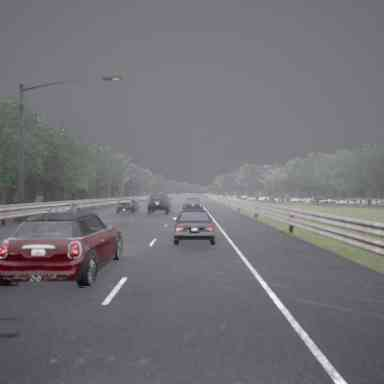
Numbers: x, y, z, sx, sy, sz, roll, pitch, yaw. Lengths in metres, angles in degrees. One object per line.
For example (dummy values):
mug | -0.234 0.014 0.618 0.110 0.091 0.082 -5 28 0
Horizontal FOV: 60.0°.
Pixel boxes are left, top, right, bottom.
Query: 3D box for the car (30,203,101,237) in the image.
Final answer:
car | -6.905 1.470 18.859 2.128 1.511 4.902 0 0 0

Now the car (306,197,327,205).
car | 25.475 1.799 68.199 1.837 1.490 4.892 0 0 -22

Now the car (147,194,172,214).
car | -3.403 1.250 35.432 2.150 2.045 5.566 0 0 0

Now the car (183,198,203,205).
car | 0.100 1.381 35.830 2.097 1.767 4.553 0 0 0

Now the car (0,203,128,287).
car | -3.402 1.354 9.481 2.097 1.767 4.553 0 0 0

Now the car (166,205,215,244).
car | 0.102 1.553 15.901 2.033 1.411 5.357 0 0 0

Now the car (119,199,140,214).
car | -6.895 1.529 36.172 1.837 1.490 4.892 0 0 0
